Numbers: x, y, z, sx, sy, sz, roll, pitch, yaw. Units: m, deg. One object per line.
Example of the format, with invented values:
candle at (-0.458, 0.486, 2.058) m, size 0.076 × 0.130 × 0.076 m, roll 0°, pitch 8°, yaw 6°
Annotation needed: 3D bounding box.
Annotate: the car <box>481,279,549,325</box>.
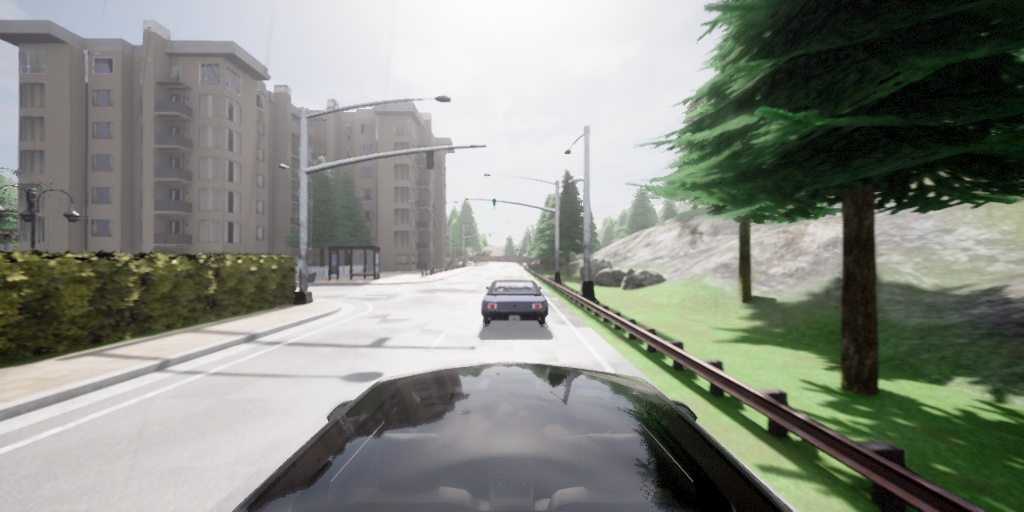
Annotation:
car at (0.062, 1.400, 11.923) m, size 1.895 × 1.301 × 4.718 m, roll 0°, pitch 0°, yaw 0°
